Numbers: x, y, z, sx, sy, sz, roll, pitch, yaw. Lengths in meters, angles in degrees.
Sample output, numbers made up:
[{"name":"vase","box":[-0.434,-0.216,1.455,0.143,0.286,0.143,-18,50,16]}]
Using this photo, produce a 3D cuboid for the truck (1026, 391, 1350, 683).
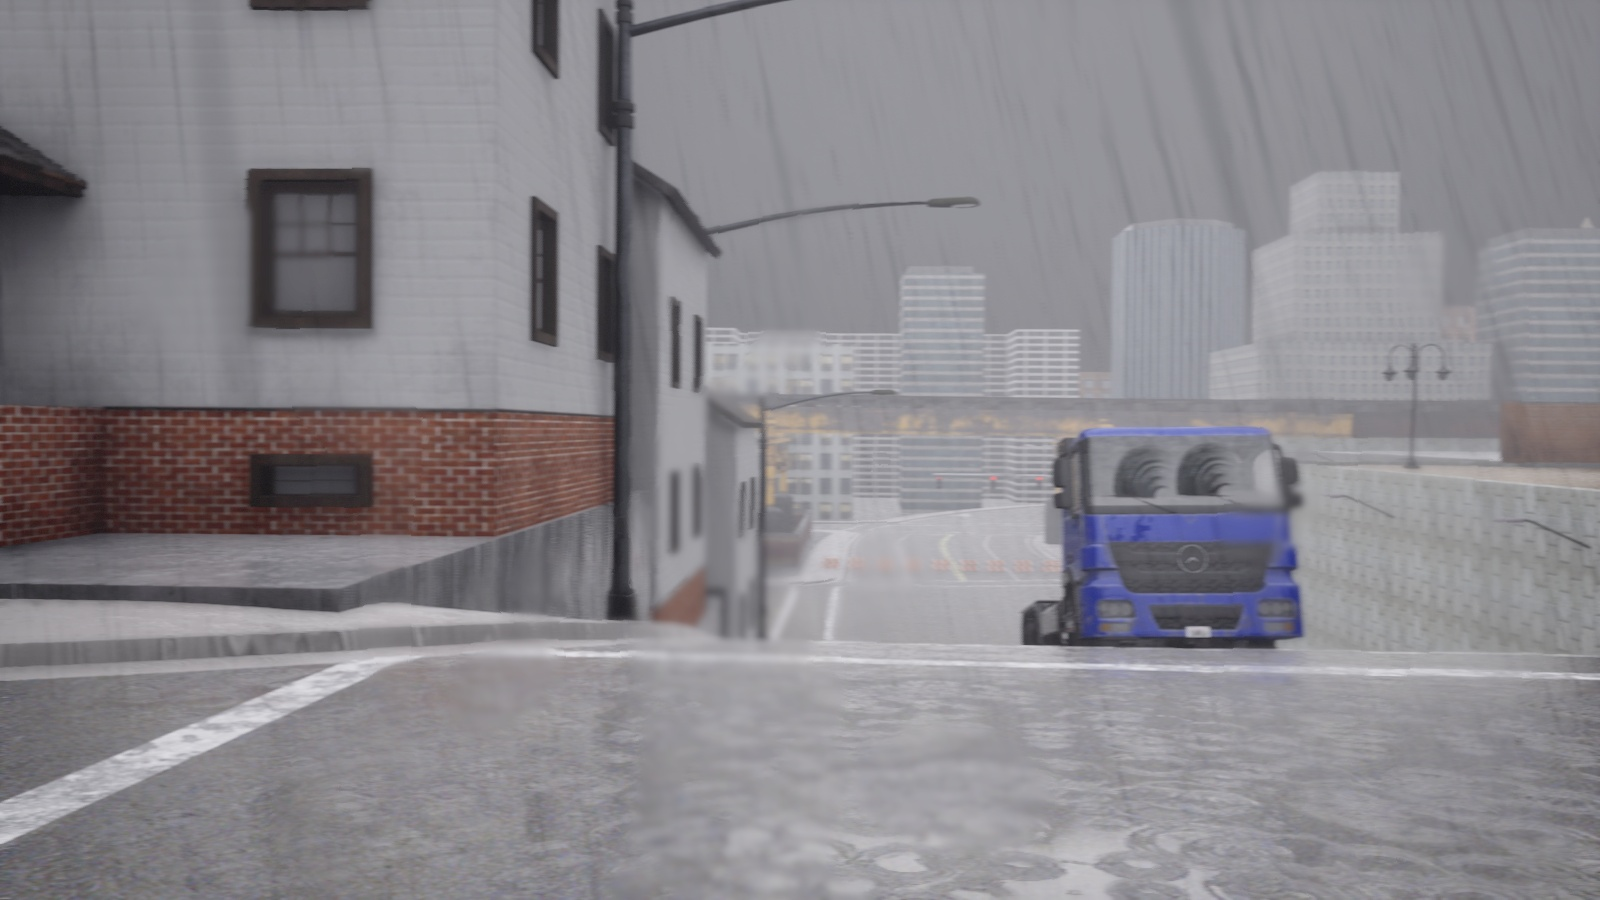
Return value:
[{"name":"truck","box":[5.555,1.792,19.796,2.891,3.462,7.936,-1,-12,3]}]
